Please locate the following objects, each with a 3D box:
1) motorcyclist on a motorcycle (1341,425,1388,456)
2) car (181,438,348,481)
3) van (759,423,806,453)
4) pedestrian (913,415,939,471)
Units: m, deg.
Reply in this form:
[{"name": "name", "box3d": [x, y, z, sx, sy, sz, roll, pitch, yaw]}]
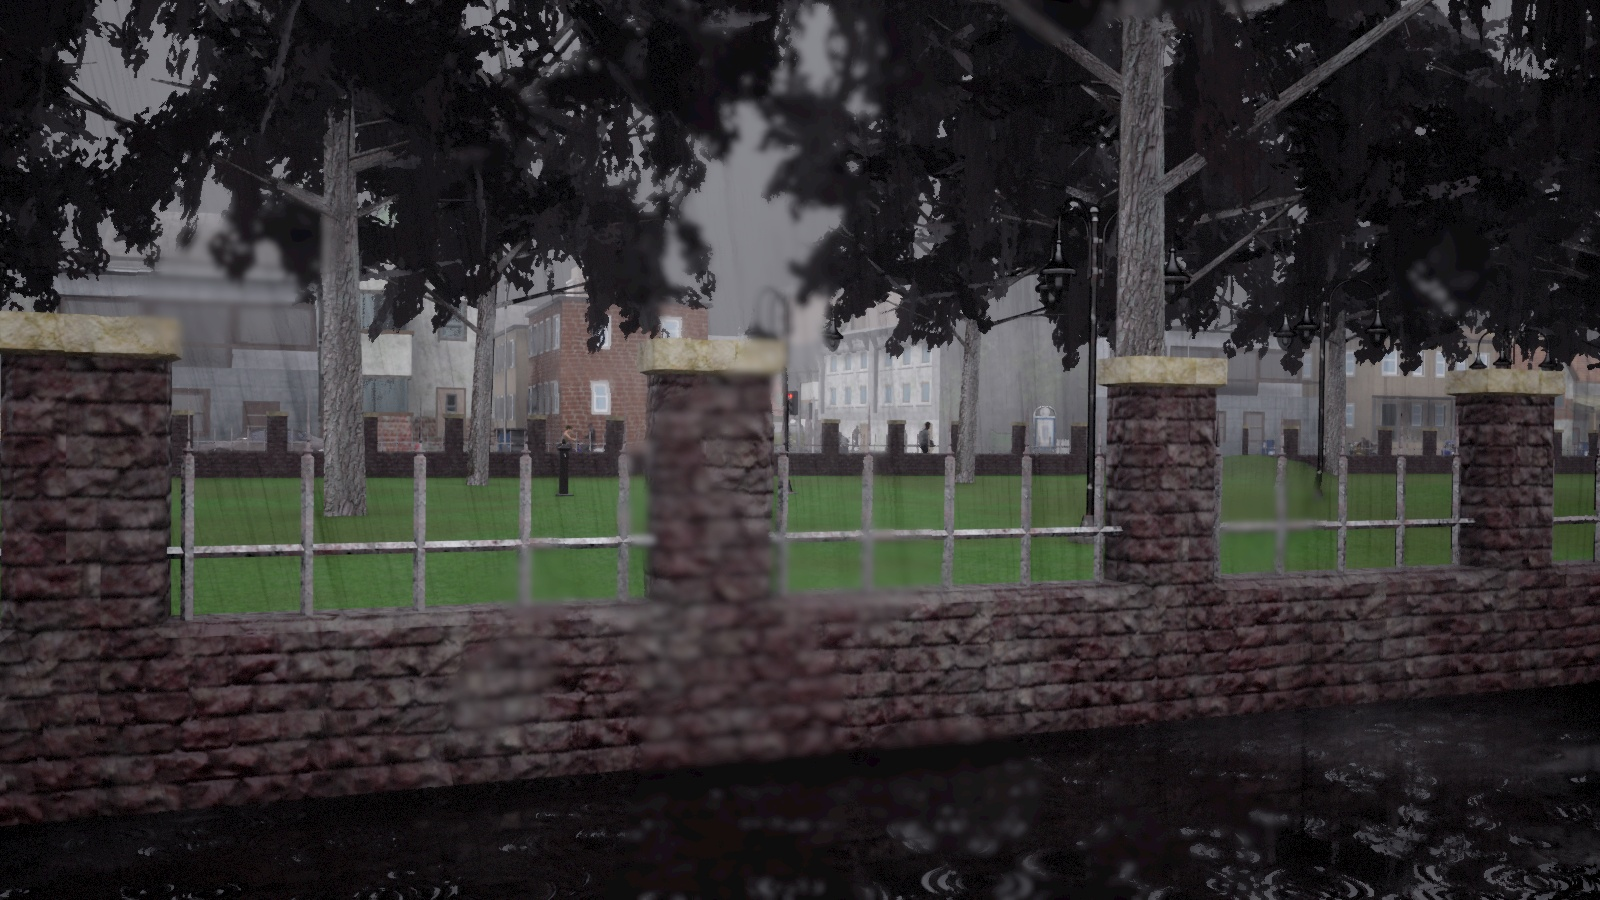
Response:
[{"name": "motorcyclist on a motorcycle", "box3d": [28.501, -0.507, 63.443, 2.191, 1.530, 0.866, -1, 1, -21]}, {"name": "car", "box3d": [-19.076, 0.320, 44.987, 5.357, 1.411, 2.033, -1, 1, -21]}, {"name": "van", "box3d": [-1.219, -0.845, 86.588, 1.775, 1.987, 4.442, -1, 1, -21]}, {"name": "pedestrian", "box3d": [4.425, -0.260, 44.267, 0.788, 1.949, 0.423, -1, 1, -21]}]
